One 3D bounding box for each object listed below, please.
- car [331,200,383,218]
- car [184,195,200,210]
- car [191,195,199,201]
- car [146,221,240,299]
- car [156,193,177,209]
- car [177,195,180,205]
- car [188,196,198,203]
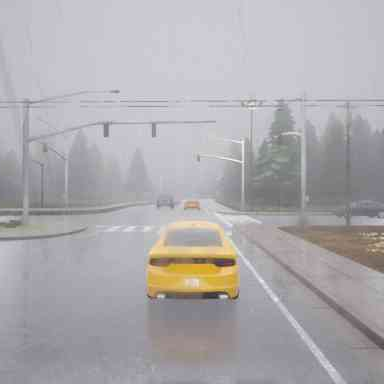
[{"bbox_3d":[14.909,1.531,29.471,4.892,1.490,1.837,0,0,1],"label":"car"},{"bbox_3d":[0.017,1.478,42.156,1.882,1.535,5.008,0,0,0],"label":"car"},{"bbox_3d":[0.695,1.442,83.109,1.837,1.490,4.892,0,0,2],"label":"car"},{"bbox_3d":[0.049,1.474,8.493,1.882,1.535,5.008,0,0,1],"label":"car"},{"bbox_3d":[-3.596,1.221,45.637,2.150,2.045,5.566,0,0,-1],"label":"car"},{"bbox_3d":[-3.541,1.352,55.931,2.097,1.767,4.553,0,0,0],"label":"car"},{"bbox_3d":[0.297,1.537,72.716,2.033,1.411,5.357,0,0,2],"label":"car"}]
